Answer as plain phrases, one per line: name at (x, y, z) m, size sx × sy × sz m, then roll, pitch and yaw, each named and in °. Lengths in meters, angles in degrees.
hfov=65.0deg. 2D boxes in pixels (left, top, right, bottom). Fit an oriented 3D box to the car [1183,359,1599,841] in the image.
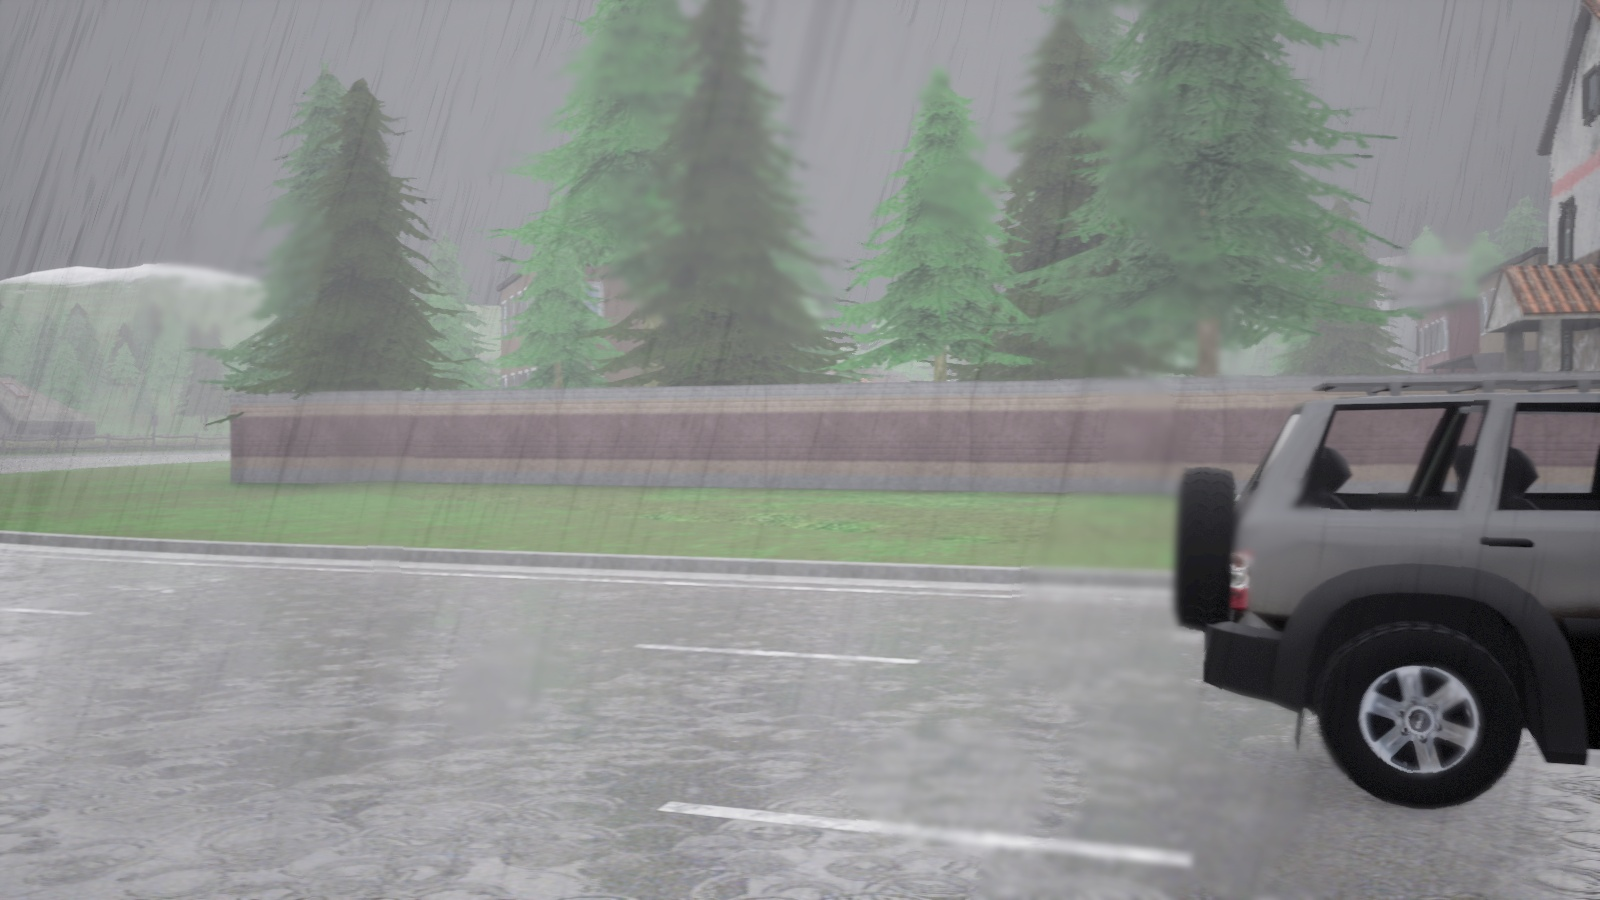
car at (4.119, 0.572, 5.499) m, size 4.605 × 1.855 × 1.932 m, roll 1°, pitch 1°, yaw 19°
